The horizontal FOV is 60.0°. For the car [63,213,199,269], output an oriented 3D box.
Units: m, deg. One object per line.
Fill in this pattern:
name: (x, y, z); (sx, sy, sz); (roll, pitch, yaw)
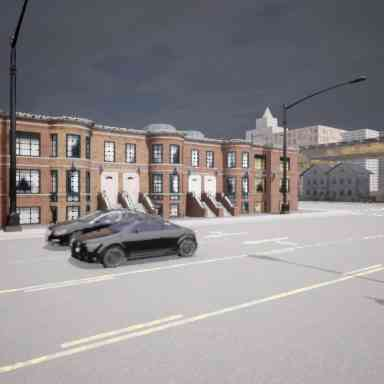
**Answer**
car: (-1.832, 1.564, 11.237); (4.181, 1.385, 1.994); (0, 0, -35)

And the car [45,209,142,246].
car: (-3.612, 1.491, 14.261); (4.902, 1.511, 2.128); (0, 0, -35)
